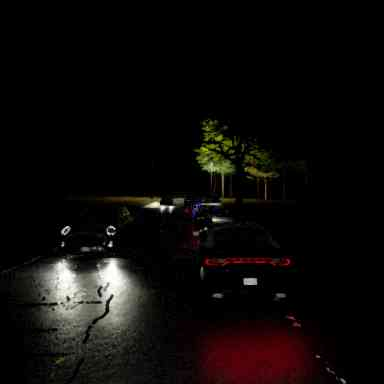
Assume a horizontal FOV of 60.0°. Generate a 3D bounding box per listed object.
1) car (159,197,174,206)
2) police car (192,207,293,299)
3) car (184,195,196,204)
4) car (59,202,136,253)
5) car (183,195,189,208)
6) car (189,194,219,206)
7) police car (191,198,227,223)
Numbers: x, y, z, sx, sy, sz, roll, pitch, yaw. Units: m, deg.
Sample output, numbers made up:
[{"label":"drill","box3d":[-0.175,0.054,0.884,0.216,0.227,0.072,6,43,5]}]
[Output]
[{"label":"car","box3d":[-3.698,1.377,49.100,1.994,1.385,4.181,0,0,-1]},{"label":"police car","box3d":[1.057,1.416,8.614,1.930,1.638,5.238,0,0,0]},{"label":"car","box3d":[-0.307,1.300,59.623,2.033,1.411,5.357,0,0,-1]},{"label":"car","box3d":[-3.598,1.332,13.430,2.097,1.767,4.553,0,0,0]},{"label":"car","box3d":[-0.128,1.326,45.214,2.128,1.511,4.902,0,0,0]},{"label":"car","box3d":[1.028,1.167,24.542,2.150,2.045,5.566,0,0,0]},{"label":"police car","box3d":[1.047,1.391,18.620,1.930,1.638,5.238,0,0,0]}]
